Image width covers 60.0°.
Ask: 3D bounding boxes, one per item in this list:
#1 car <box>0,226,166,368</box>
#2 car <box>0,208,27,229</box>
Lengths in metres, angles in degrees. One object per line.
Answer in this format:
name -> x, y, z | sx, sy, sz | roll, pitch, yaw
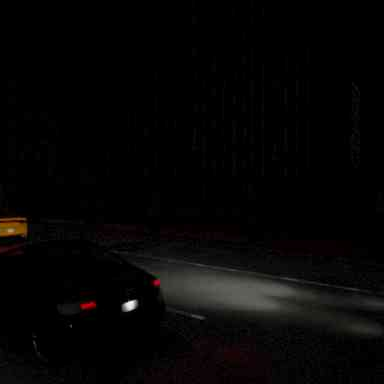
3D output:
car -> -2.494, 1.546, 5.792 | 4.181, 1.385, 1.994 | 0, 0, 35
car -> -9.437, 1.430, 15.041 | 5.008, 1.535, 1.882 | 0, 0, 36
